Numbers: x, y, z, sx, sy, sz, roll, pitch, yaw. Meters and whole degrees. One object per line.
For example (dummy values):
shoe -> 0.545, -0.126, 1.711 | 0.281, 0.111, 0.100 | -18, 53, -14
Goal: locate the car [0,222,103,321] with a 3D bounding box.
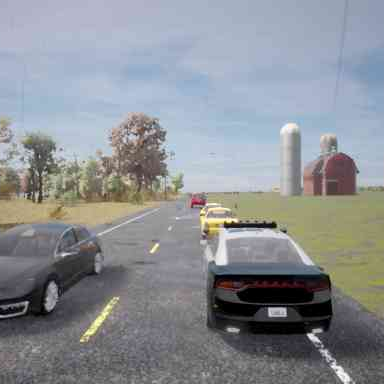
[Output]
car -> -3.440, 1.506, 7.547 | 1.837, 1.490, 4.892 | 0, 0, 1

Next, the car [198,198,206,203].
car -> 1.479, 1.455, 23.174 | 1.801, 1.575, 5.366 | 0, 0, 1

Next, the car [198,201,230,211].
car -> 1.376, 1.456, 17.174 | 1.801, 1.575, 5.366 | 0, 0, 1

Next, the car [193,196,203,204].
car -> 1.134, 1.483, 64.168 | 1.837, 1.490, 4.892 | 0, 0, 1

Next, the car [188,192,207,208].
car -> 0.906, 1.212, 47.273 | 2.150, 2.045, 5.566 | 0, 0, 0

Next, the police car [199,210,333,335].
police car -> 1.203, 1.426, 7.095 | 1.930, 1.638, 5.238 | 0, 0, 1
